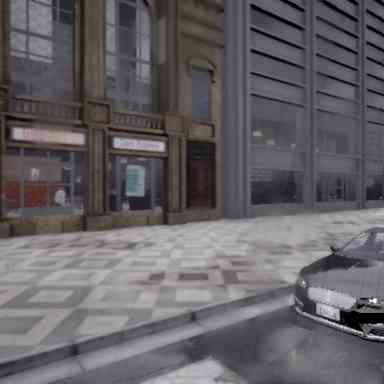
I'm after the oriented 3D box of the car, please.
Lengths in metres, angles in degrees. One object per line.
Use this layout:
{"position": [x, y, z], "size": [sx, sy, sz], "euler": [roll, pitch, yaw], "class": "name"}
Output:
{"position": [3.936, 1.424, 6.188], "size": [4.902, 1.511, 2.128], "euler": [-1, 0, -36], "class": "car"}
